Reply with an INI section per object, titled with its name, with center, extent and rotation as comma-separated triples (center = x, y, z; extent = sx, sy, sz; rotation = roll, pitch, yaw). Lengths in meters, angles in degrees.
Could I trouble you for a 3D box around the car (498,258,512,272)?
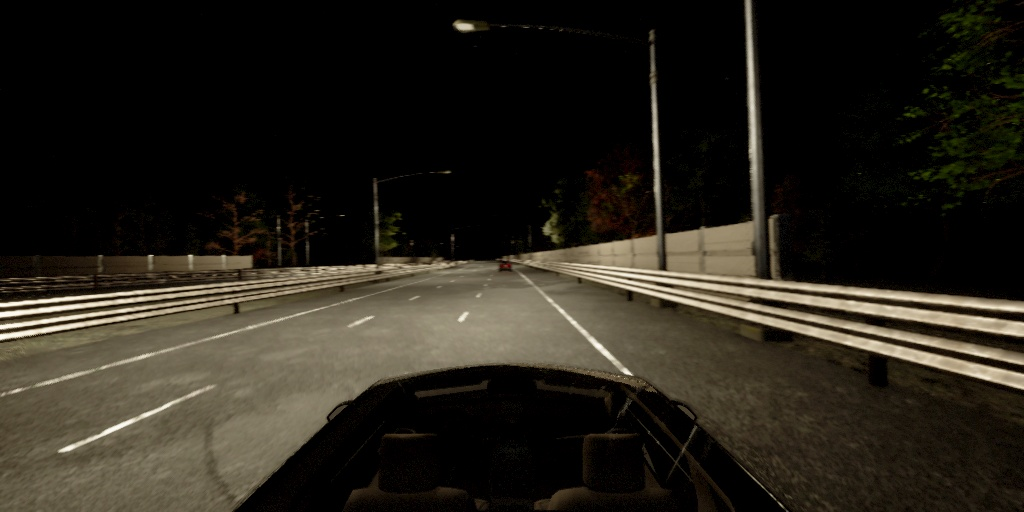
[car]
center = -0.966, 1.583, 53.688
extent = 2.033, 1.649, 4.856
rotation = -2, -3, -2
